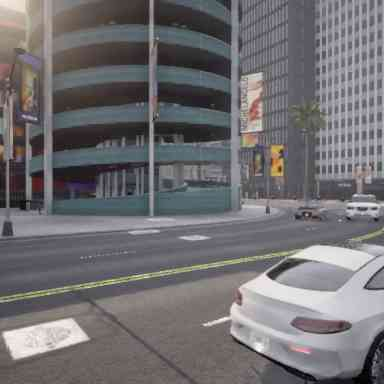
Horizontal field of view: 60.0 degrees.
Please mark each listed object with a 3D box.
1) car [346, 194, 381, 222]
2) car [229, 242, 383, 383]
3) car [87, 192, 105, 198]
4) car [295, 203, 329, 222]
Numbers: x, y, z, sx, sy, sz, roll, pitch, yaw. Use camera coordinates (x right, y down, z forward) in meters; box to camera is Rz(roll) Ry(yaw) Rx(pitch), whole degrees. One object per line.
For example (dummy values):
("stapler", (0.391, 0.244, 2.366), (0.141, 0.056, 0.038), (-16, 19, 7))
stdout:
("car", (13.649, 1.212, 26.456), (2.150, 2.045, 5.566), (0, 0, 29))
("car", (2.656, 1.523, 5.159), (4.674, 1.442, 1.812), (0, 0, -35))
("car", (-19.029, 0.979, 66.018), (2.435, 2.045, 5.566), (0, 0, -36))
("car", (9.683, 1.553, 26.711), (1.994, 1.385, 4.181), (0, 0, 32))
